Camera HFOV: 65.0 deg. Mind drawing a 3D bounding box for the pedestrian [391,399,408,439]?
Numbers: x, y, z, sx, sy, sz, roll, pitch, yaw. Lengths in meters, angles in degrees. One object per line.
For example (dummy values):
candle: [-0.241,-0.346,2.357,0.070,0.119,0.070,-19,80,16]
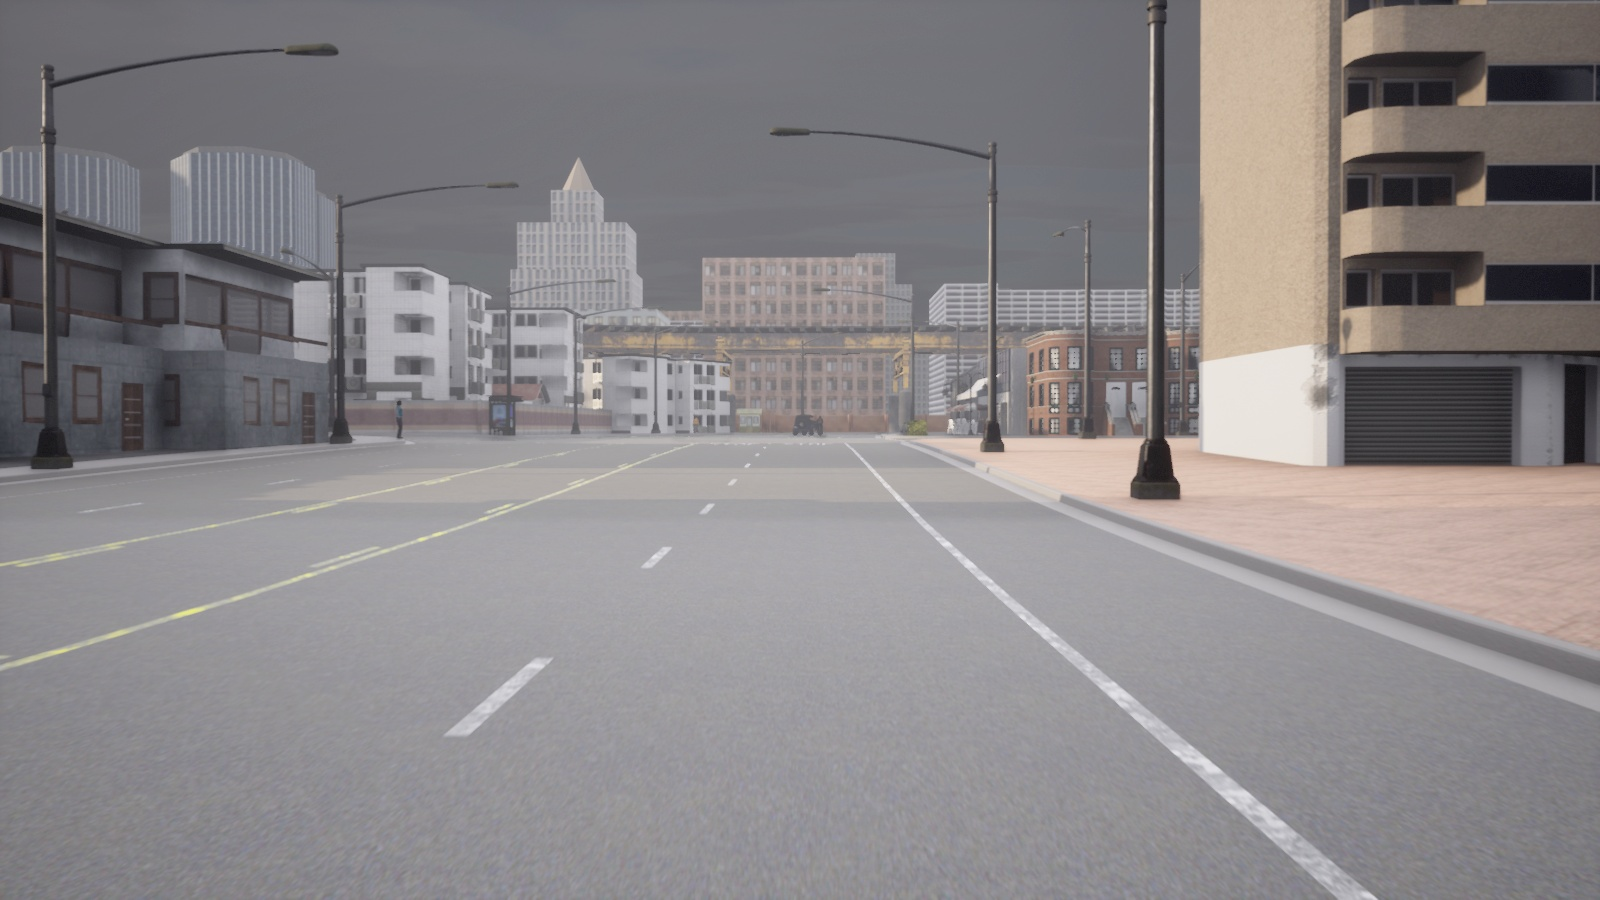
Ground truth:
pedestrian: [-19.043,-1.473,59.668,0.692,1.930,0.396,0,1,-4]
